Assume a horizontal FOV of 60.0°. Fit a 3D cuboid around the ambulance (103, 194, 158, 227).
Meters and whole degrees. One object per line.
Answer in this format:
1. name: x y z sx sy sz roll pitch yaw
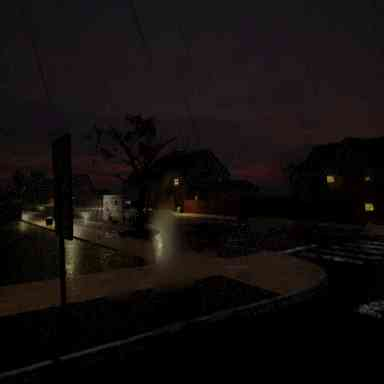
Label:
1. ambulance: -5.132 1.437 27.285 2.351 2.431 6.366 -2 0 -36
